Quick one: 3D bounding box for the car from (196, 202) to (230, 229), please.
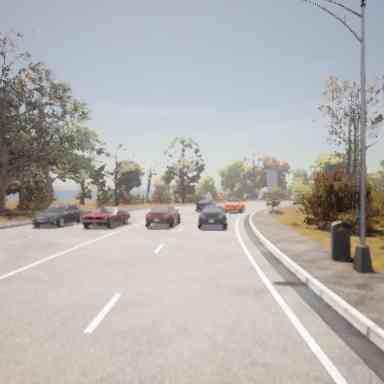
[{"bbox_3d":[1.484,1.646,22.865,1.812,1.442,4.674,0,0,7],"label":"car"}]

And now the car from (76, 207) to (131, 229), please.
[{"bbox_3d":[-5.783,1.704,22.762,1.895,1.301,4.718,0,0,7],"label":"car"}]

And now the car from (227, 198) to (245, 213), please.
[{"bbox_3d":[5.324,1.574,40.929,2.097,1.767,4.553,0,0,16],"label":"car"}]

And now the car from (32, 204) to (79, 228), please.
[{"bbox_3d":[-9.231,1.634,23.399,1.837,1.490,4.892,0,0,7],"label":"car"}]

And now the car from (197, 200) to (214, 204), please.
[{"bbox_3d":[1.876,1.692,41.617,1.882,1.535,5.008,0,0,16],"label":"car"}]

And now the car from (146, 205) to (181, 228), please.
[{"bbox_3d":[-1.964,1.641,23.457,1.812,1.442,4.674,0,0,7],"label":"car"}]
